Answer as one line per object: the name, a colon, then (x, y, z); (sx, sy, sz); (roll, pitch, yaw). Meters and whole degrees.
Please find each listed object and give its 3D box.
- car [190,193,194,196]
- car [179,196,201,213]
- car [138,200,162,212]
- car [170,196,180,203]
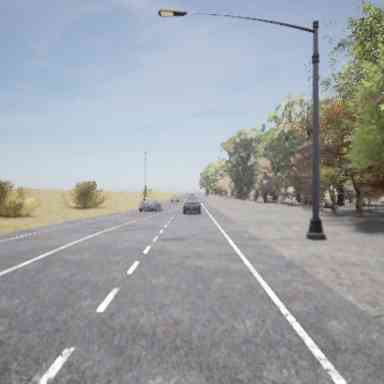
car: (0.014, 1.511, 81.691); (1.994, 1.385, 4.181); (0, 0, 0)
car: (0.007, 1.485, 36.941); (2.128, 1.511, 4.902); (0, 0, 0)
car: (-4.670, 1.556, 37.746); (1.994, 1.385, 4.181); (0, 0, 7)
car: (-3.488, 1.498, 68.266); (2.128, 1.511, 4.902); (0, 0, 0)
